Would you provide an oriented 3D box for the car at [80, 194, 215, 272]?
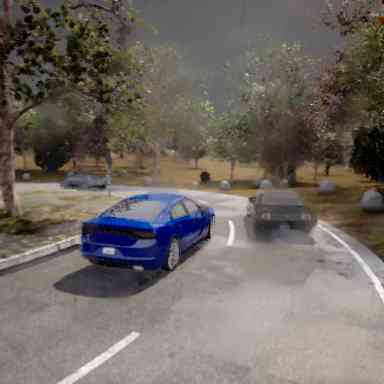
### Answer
[{"bbox_3d":[-0.798,0.774,8.694,1.882,1.535,5.008,3,6,19],"label":"car"}]

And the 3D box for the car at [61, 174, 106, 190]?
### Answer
[{"bbox_3d":[-9.648,-0.943,29.488,4.181,1.385,1.994,3,5,30],"label":"car"}]

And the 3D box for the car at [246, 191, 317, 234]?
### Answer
[{"bbox_3d":[3.087,0.596,12.364,1.895,1.301,4.718,1,5,6],"label":"car"}]
